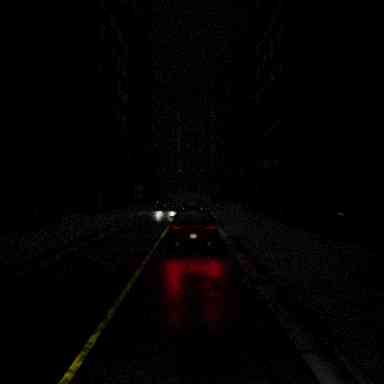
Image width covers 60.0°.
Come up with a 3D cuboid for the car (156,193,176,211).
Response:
[{"bbox_3d":[-3.095,1.190,40.403,2.150,2.045,5.566,0,0,0],"label":"car"}]

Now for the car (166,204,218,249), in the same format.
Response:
[{"bbox_3d":[0.062,1.463,14.384,1.882,1.535,5.008,0,-1,0],"label":"car"}]

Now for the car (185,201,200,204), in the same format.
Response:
[{"bbox_3d":[0.053,1.498,29.497,1.812,1.442,4.674,0,0,0],"label":"car"}]
